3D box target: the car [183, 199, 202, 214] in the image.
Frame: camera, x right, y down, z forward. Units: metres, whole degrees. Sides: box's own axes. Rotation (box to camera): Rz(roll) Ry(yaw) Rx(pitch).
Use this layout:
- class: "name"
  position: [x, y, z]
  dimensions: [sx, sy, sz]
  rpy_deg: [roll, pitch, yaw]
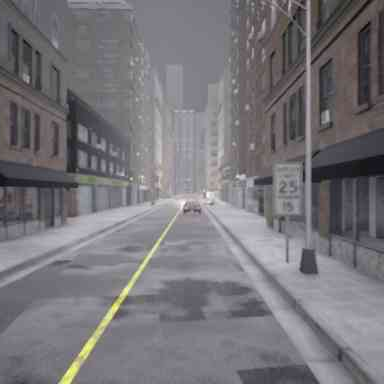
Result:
- class: "car"
  position: [0.012, 1.614, 34.658]
  dimensions: [1.895, 1.301, 4.718]
  rpy_deg: [0, 0, 0]

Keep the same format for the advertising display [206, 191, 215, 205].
- class: "advertising display"
  position: [3.153, 1.041, 56.819]
  dimensions: [1.540, 2.440, 0.280]
  rpy_deg: [0, 0, 0]

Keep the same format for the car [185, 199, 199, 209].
- class: "car"
  position: [0.035, 1.616, 46.784]
  dimensions: [1.895, 1.301, 4.718]
  rpy_deg: [0, 0, 0]
